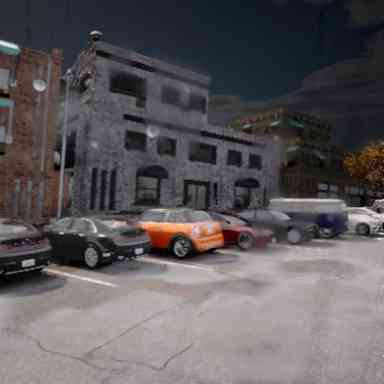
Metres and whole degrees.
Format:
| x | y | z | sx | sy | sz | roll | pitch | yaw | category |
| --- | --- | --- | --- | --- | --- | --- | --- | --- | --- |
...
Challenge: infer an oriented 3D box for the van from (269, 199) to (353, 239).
| x | y | z | sx | sy | sz | roll | pitch | yaw | category |
| --- | --- | --- | --- | --- | --- | --- | --- | --- | --- |
| 5.951 | 1.354 | 17.927 | 4.442 | 1.987 | 1.878 | -1 | -1 | 35 | van |

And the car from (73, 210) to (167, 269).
| x | y | z | sx | sy | sz | roll | pitch | yaw | category |
| --- | --- | --- | --- | --- | --- | --- | --- | --- | --- |
| -3.523 | 1.484 | 11.069 | 4.892 | 1.521 | 2.231 | -1 | -1 | 35 | car |

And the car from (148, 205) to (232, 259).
| x | y | z | sx | sy | sz | roll | pitch | yaw | category |
| --- | --- | --- | --- | --- | --- | --- | --- | --- | --- |
| -1.114 | 1.371 | 12.752 | 4.553 | 1.767 | 2.185 | -1 | -1 | 35 | car |

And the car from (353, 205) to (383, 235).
| x | y | z | sx | sy | sz | roll | pitch | yaw | category |
| --- | --- | --- | --- | --- | --- | --- | --- | --- | --- |
| 8.442 | 1.658 | 19.554 | 4.674 | 1.452 | 2.002 | -1 | -2 | 35 | car |

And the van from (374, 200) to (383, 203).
| x | y | z | sx | sy | sz | roll | pitch | yaw | category |
| --- | --- | --- | --- | --- | --- | --- | --- | --- | --- |
| 15.542 | 1.559 | 24.682 | 4.442 | 1.987 | 1.878 | 0 | -2 | 35 | van |

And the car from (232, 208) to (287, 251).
| x | y | z | sx | sy | sz | roll | pitch | yaw | category |
| --- | --- | --- | --- | --- | --- | --- | --- | --- | --- |
| 1.285 | 1.548 | 14.456 | 4.792 | 1.488 | 2.163 | -1 | -1 | 35 | car |

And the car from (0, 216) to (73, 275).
| x | y | z | sx | sy | sz | roll | pitch | yaw | category |
| --- | --- | --- | --- | --- | --- | --- | --- | --- | --- |
| -5.917 | 1.473 | 9.365 | 4.892 | 1.521 | 2.231 | -1 | -1 | 35 | car |

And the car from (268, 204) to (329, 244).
| x | y | z | sx | sy | sz | roll | pitch | yaw | category |
| --- | --- | --- | --- | --- | --- | --- | --- | --- | --- |
| 3.647 | 1.545 | 16.170 | 5.008 | 1.535 | 2.097 | -1 | -1 | 35 | car |
